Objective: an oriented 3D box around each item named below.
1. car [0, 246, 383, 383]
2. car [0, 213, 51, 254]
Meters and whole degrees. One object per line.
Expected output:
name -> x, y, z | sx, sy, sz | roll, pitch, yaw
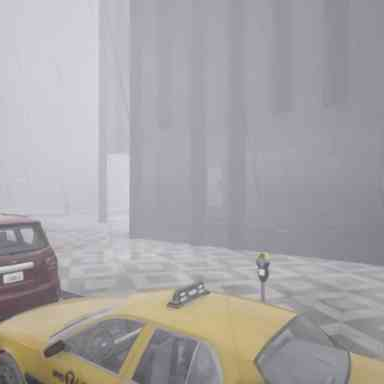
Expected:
car -> -0.235, 1.525, 3.132 | 4.829, 1.417, 1.752 | 0, 0, 36
car -> -4.509, 1.314, 6.190 | 5.009, 1.841, 2.192 | 0, 0, 36
